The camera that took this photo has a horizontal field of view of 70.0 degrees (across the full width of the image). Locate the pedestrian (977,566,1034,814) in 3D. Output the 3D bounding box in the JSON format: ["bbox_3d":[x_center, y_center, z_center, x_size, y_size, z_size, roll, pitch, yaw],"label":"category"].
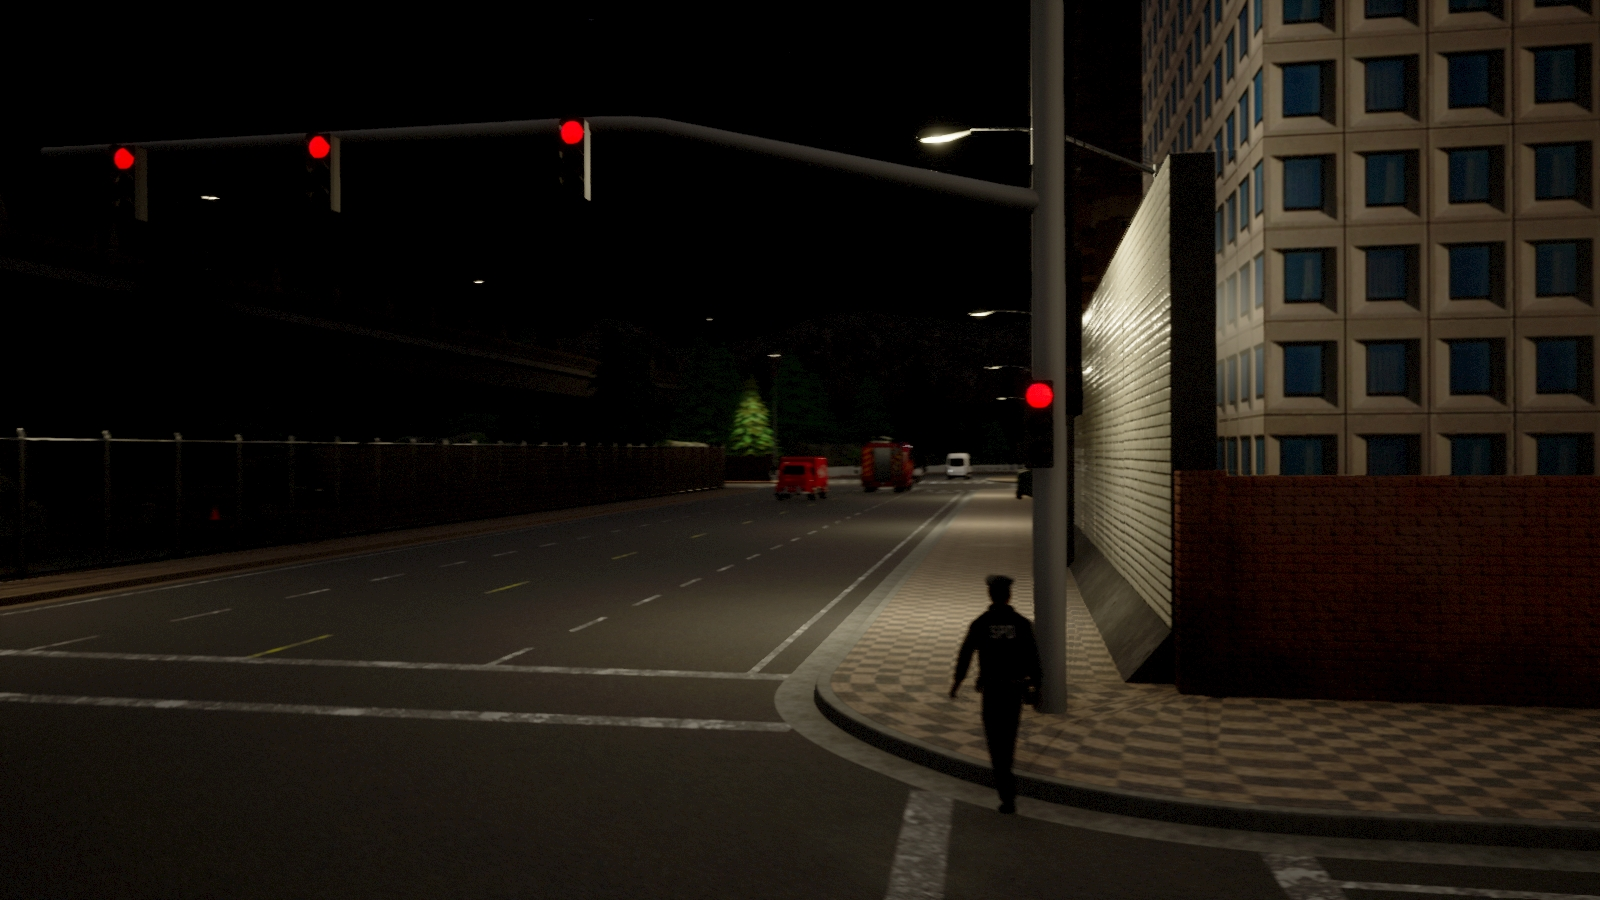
[{"bbox_3d":[1.603,1.859,8.938,0.375,1.860,0.375,0,0,2],"label":"pedestrian"}]

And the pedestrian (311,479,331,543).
[{"bbox_3d":[-13.925,1.767,33.213,0.375,1.860,0.375,0,0,12],"label":"pedestrian"}]
